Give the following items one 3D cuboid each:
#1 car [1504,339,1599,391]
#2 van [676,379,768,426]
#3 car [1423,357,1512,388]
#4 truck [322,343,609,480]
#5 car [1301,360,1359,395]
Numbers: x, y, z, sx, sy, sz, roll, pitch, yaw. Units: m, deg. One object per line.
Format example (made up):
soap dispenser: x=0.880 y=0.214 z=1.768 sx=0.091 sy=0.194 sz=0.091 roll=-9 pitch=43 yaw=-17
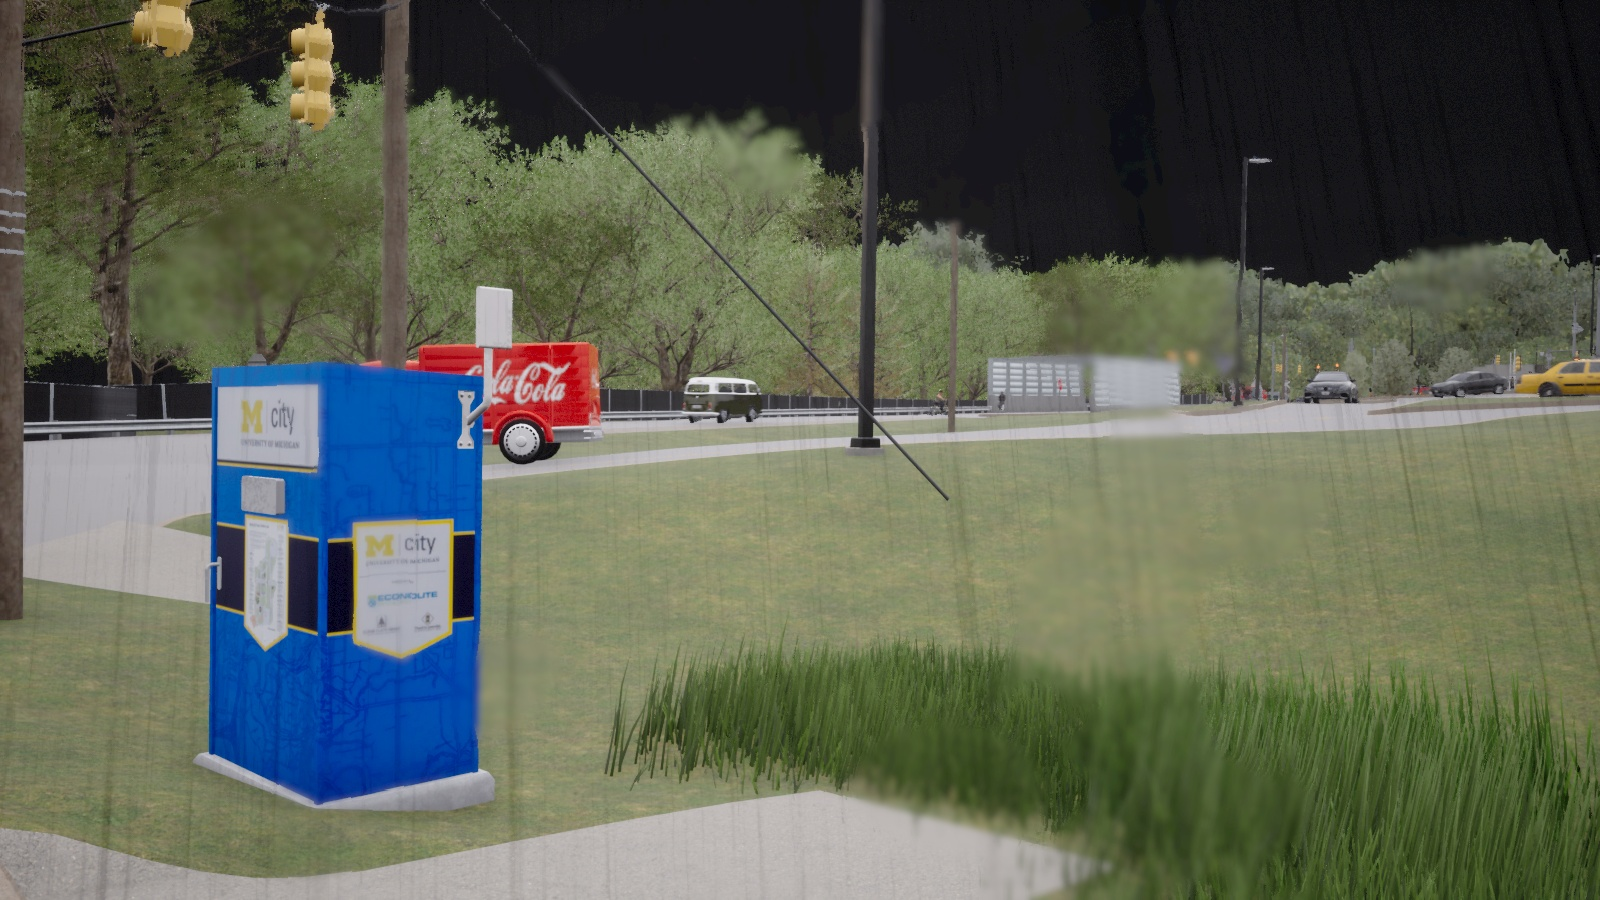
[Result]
car: x=26.377 y=-2.822 z=41.411 sx=1.801 sy=1.575 sz=5.366 roll=-1 pitch=1 yaw=-29
van: x=-3.463 y=-2.178 z=56.768 sx=2.069 sy=2.038 sz=4.480 roll=1 pitch=3 yaw=29
car: x=40.718 y=-4.726 z=76.609 sx=4.892 sy=1.490 sz=1.837 roll=-6 pitch=4 yaw=-16
truck: x=-6.772 y=-0.793 z=26.066 sx=5.204 sy=2.467 sz=2.627 roll=-3 pitch=1 yaw=-3
car: x=23.170 y=-3.133 z=54.825 sx=1.812 sy=1.442 sz=4.674 roll=1 pitch=3 yaw=29
